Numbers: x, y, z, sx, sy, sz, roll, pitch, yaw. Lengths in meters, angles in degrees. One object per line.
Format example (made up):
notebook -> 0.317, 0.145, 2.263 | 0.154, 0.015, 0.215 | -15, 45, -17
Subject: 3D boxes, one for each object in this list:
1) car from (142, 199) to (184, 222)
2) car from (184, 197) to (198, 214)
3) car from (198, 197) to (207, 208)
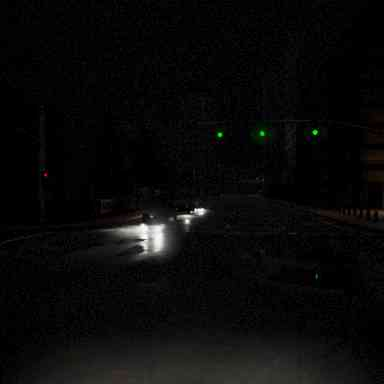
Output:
car -> -2.426, 1.492, 26.195 | 2.128, 1.511, 4.902 | 0, 0, 11
car -> -0.879, 1.478, 35.974 | 1.882, 1.535, 5.008 | 0, 0, 9
car -> 1.043, 1.491, 48.608 | 2.128, 1.511, 4.902 | 0, 0, 9
